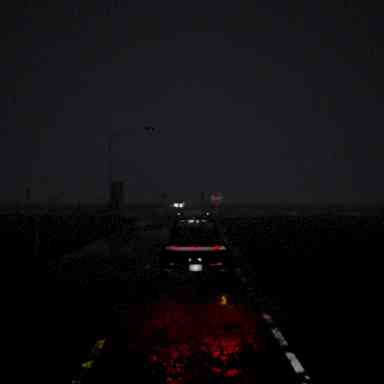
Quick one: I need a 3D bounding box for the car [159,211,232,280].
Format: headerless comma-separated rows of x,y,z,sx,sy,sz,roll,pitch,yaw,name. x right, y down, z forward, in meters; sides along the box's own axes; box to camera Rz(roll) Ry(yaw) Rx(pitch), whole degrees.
0.087,1.546,10.103,2.128,1.511,4.902,0,0,0,car

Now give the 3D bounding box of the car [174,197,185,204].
-2.916,1.970,73.587,2.128,1.511,4.902,0,0,0,car

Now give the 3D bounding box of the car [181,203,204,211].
0.076,1.663,20.887,2.033,1.411,5.357,0,0,0,car

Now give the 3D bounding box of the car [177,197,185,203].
-2.975,2.029,89.158,1.882,1.535,5.008,0,0,0,car
